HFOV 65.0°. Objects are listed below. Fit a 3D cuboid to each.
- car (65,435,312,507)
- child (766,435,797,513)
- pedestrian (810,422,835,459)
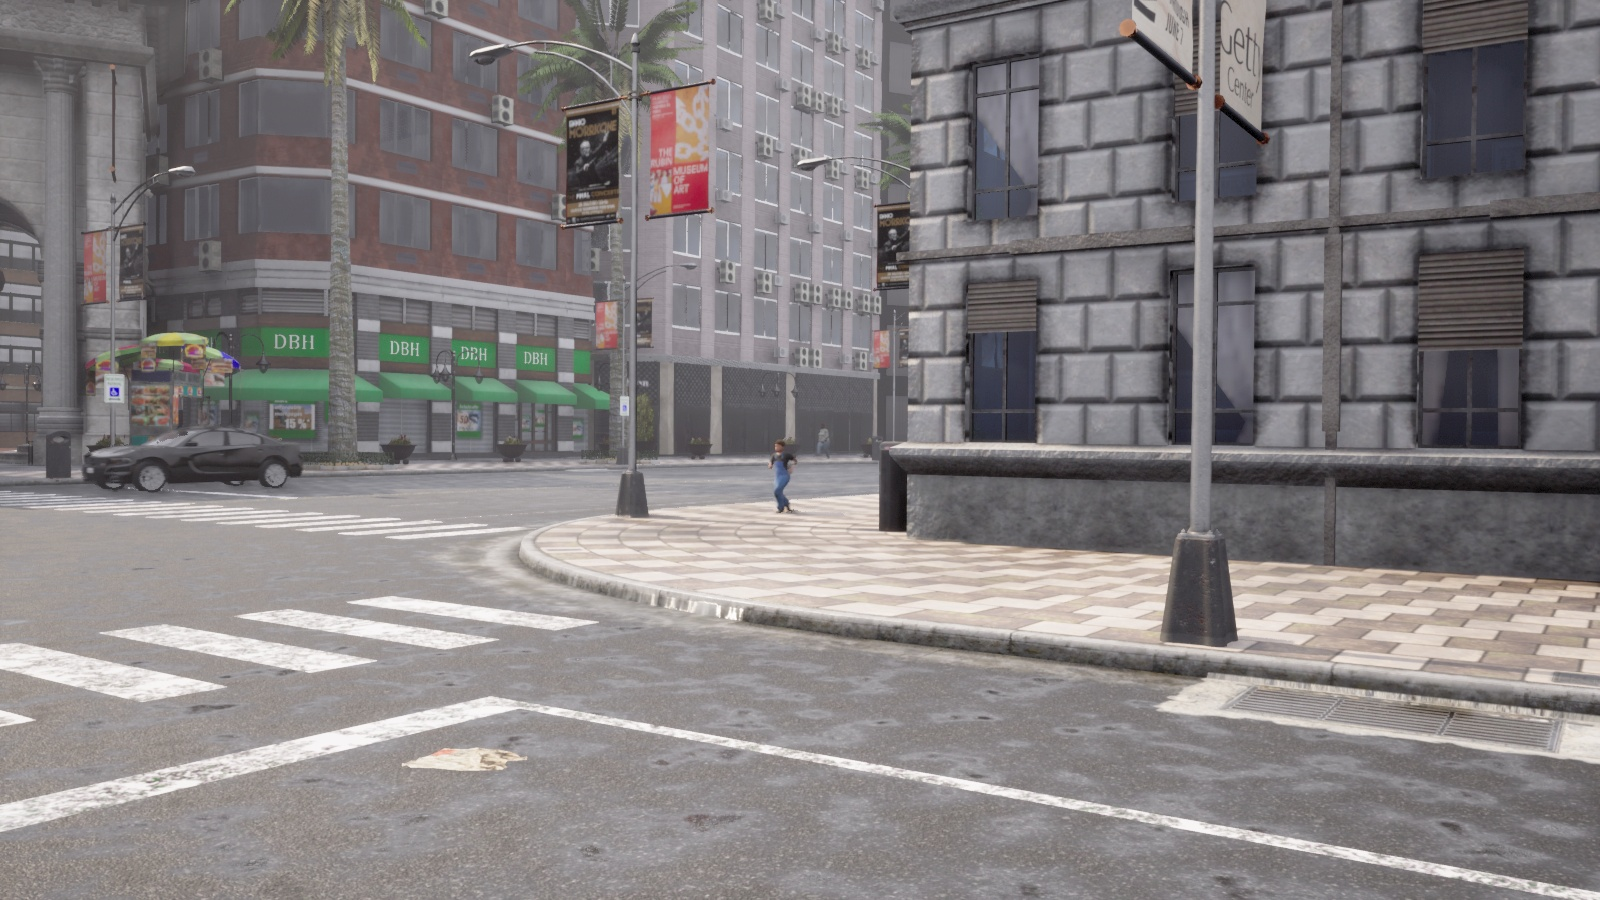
[{"bbox_3d":[-14.439,0.431,29.970,1.882,1.535,5.008,0,1,34],"label":"car"},{"bbox_3d":[-0.296,0.390,20.578,0.270,1.263,0.437,0,1,43],"label":"child"},{"bbox_3d":[1.135,-0.488,63.406,0.874,1.855,0.900,0,1,45],"label":"pedestrian"}]
